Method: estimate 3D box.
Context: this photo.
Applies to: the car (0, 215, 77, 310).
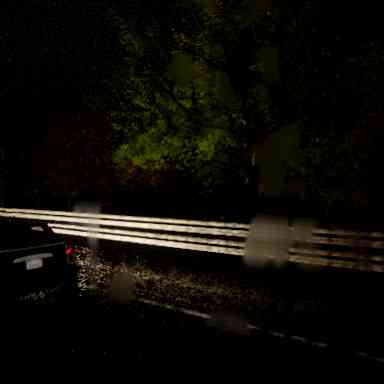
[{"bbox_3d":[-4.596,1.313,7.208,4.553,1.767,2.097,0,0,34],"label":"car"}]
